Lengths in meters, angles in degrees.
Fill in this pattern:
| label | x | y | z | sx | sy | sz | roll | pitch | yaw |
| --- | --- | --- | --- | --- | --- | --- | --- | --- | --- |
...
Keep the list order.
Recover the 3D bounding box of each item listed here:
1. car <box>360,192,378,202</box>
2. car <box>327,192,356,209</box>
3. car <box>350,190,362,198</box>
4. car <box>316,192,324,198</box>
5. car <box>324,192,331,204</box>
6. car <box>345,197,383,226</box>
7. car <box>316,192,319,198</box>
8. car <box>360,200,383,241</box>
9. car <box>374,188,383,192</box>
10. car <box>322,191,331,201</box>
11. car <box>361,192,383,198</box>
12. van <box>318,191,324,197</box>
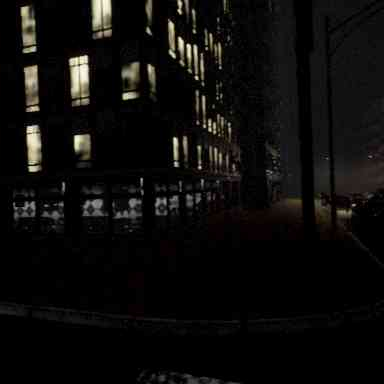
| label | x | y | z | sx | sy | sz | roll | pitch | yaw |
| --- | --- | --- | --- | --- | --- | --- | --- | --- | --- |
| car | 27.769 | 0.702 | 52.342 | 1.812 | 1.442 | 4.674 | -2 | 0 | 19 |
| car | 16.329 | 1.091 | 36.530 | 1.887 | 1.381 | 4.507 | -3 | 0 | 19 |
| car | 21.791 | 0.850 | 44.309 | 1.882 | 1.535 | 5.008 | -2 | 0 | 19 |
| car | 32.563 | 0.669 | 84.761 | 1.802 | 1.307 | 4.206 | -3 | 0 | 19 |
| car | 18.134 | 1.077 | 41.889 | 1.802 | 1.307 | 4.206 | -3 | 0 | 19 |
| car | 10.919 | 1.266 | 20.453 | 1.947 | 1.339 | 4.313 | -3 | 0 | 19 |
| car | 30.758 | 0.688 | 79.402 | 2.008 | 1.369 | 4.403 | -3 | 0 | 19 |
| car | 9.060 | 1.278 | 14.934 | 1.752 | 1.417 | 4.829 | -3 | 0 | 19 |
| car | 24.460 | 0.492 | 42.547 | 2.150 | 2.045 | 5.566 | -2 | 0 | 19 |
| car | 19.936 | 0.988 | 47.248 | 1.887 | 1.381 | 4.507 | -3 | 0 | 19 |
| car | 16.722 | 1.006 | 29.291 | 2.128 | 1.511 | 4.902 | -2 | 0 | 19 |
| van | 23.533 | 0.682 | 57.968 | 1.690 | 1.788 | 3.998 | -3 | 0 | 19 |
